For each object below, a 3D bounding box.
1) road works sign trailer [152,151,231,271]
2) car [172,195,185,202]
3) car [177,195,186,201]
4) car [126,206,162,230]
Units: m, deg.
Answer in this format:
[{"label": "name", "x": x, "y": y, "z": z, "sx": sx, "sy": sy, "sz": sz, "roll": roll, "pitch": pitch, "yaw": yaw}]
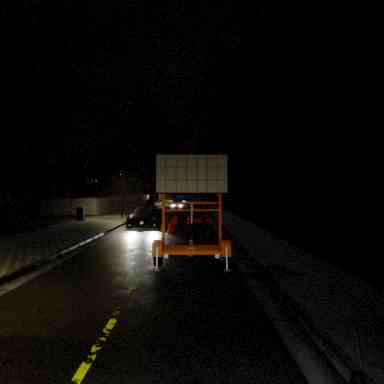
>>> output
[{"label": "road works sign trailer", "x": -0.005, "y": 0.464, "z": 10.853, "sx": 2.380, "sy": 3.560, "sz": 2.880, "roll": 0, "pitch": 0, "yaw": 0}, {"label": "car", "x": -2.833, "y": 1.629, "z": 63.135, "sx": 1.895, "sy": 1.301, "sz": 4.718, "roll": 0, "pitch": 0, "yaw": 1}, {"label": "car", "x": -2.797, "y": 1.553, "z": 90.027, "sx": 2.128, "sy": 1.511, "sz": 4.902, "roll": 0, "pitch": 0, "yaw": 0}, {"label": "car", "x": -2.861, "y": 1.565, "z": 20.943, "sx": 1.994, "sy": 1.385, "sz": 4.181, "roll": 0, "pitch": 0, "yaw": 0}]
